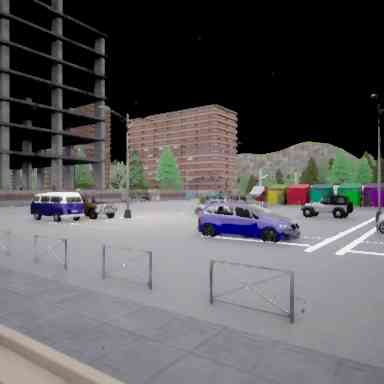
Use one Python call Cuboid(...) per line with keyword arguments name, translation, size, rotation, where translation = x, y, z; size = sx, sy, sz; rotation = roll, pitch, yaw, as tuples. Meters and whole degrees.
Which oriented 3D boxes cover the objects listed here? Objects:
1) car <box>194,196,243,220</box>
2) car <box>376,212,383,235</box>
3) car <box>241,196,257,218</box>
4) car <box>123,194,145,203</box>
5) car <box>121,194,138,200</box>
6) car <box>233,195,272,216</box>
Cuboid(name="car", translation=(2.124, 1.393, 29.417), size=(3.806, 1.475, 1.970), rotation=(0, 0, 36))
Cuboid(name="car", translation=(11.021, 1.393, 15.919), size=(3.806, 1.475, 1.970), rotation=(0, 0, 36))
Cuboid(name="car", translation=(3.814, 1.361, 31.767), size=(3.905, 1.438, 1.784), rotation=(0, 0, 36))
Cuboid(name="car", translation=(-11.499, 1.599, 66.059), size=(1.895, 1.301, 4.718), rotation=(0, 0, 35))
Cuboid(name="car", translation=(-16.124, 1.284, 85.798), size=(1.851, 1.617, 3.988), rotation=(0, 0, 36))
Cuboid(name="car", translation=(5.339, 1.151, 33.976), size=(4.605, 1.855, 1.932), rotation=(0, 0, 36))
